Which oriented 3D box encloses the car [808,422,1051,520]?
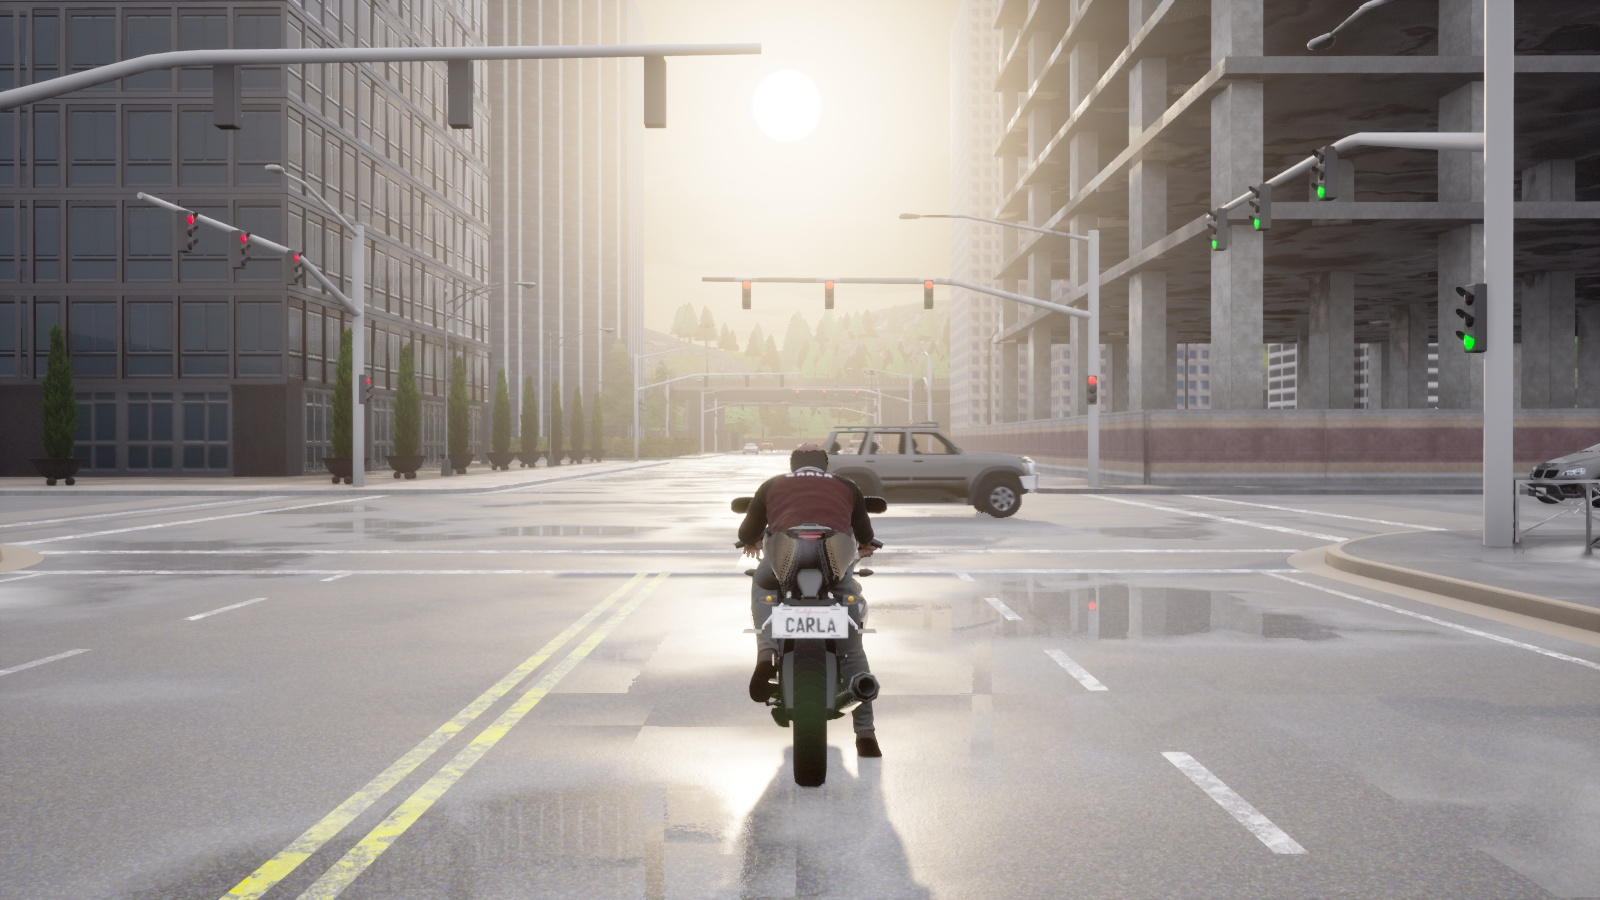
[{"bbox_3d":[2.471,0.394,24.849,4.605,1.855,1.932,0,0,-1],"label":"car"}]

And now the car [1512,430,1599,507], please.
[{"bbox_3d":[19.038,0.390,28.397,4.611,1.667,2.242,0,0,0],"label":"car"}]

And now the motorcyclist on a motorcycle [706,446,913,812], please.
[{"bbox_3d":[0.046,0.746,6.351,0.866,1.530,2.191,0,0,0],"label":"motorcyclist on a motorcycle"}]

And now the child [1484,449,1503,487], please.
[{"bbox_3d":[20.340,0.534,36.830,0.394,1.110,0.255,0,0,1],"label":"child"}]
